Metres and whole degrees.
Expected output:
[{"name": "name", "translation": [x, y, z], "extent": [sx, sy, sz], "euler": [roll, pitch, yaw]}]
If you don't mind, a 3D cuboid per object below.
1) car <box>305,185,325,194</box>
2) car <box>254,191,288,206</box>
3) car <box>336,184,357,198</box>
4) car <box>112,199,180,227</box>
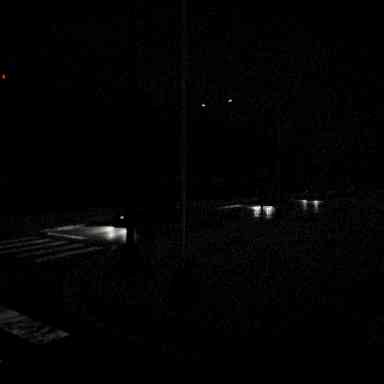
[{"name": "car", "translation": [17.555, -0.146, 47.307], "extent": [1.837, 1.490, 4.892], "euler": [1, 2, 35]}, {"name": "car", "translation": [8.282, 0.616, 34.387], "extent": [2.033, 1.411, 5.357], "euler": [1, 2, 35]}, {"name": "car", "translation": [23.689, -0.201, 51.037], "extent": [2.150, 2.045, 5.566], "euler": [1, 2, 35]}, {"name": "car", "translation": [-2.545, 1.110, 19.112], "extent": [1.994, 1.385, 4.181], "euler": [0, 2, 35]}]
